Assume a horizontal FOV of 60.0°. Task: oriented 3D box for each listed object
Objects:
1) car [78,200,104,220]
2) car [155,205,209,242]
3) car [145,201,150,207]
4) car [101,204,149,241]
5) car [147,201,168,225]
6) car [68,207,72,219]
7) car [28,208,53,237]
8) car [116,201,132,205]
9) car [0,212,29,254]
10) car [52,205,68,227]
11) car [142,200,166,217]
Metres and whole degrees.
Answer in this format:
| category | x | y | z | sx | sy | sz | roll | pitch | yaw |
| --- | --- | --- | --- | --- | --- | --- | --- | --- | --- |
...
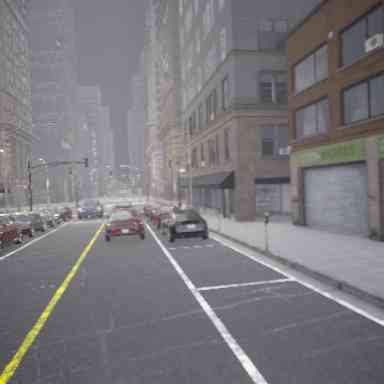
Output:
| category | x | y | z | sx | sy | sz | roll | pitch | yaw |
| --- | --- | --- | --- | --- | --- | --- | --- | --- | --- |
| car | -9.526 | 1.582 | 31.572 | 2.097 | 1.767 | 4.553 | -3 | 0 | -12 |
| car | -0.443 | 1.491 | 15.930 | 1.947 | 1.339 | 4.313 | -3 | 1 | -12 |
| car | -2.655 | 1.504 | 26.716 | 1.887 | 1.381 | 4.507 | -3 | 1 | -12 |
| car | -3.439 | 1.574 | 17.098 | 1.812 | 1.442 | 4.674 | -3 | 0 | -11 |
| car | -1.550 | 1.487 | 21.322 | 1.887 | 1.381 | 4.507 | -3 | 1 | -12 |
| car | -12.104 | 1.895 | 30.398 | 1.887 | 1.381 | 4.507 | -3 | 0 | -12 |
| car | -9.892 | 1.881 | 19.612 | 1.947 | 1.339 | 4.313 | -3 | 0 | -12 |
| car | -6.032 | 1.582 | 29.628 | 2.128 | 1.511 | 4.902 | -3 | 0 | -11 |
| car | -8.793 | 1.738 | 14.217 | 1.967 | 1.590 | 4.097 | -3 | 1 | -12 |
| car | -10.998 | 1.884 | 25.004 | 2.008 | 1.369 | 4.403 | -3 | 0 | -12 |
| car | -3.761 | 1.522 | 32.109 | 1.887 | 1.381 | 4.507 | -3 | 1 | -12 |
